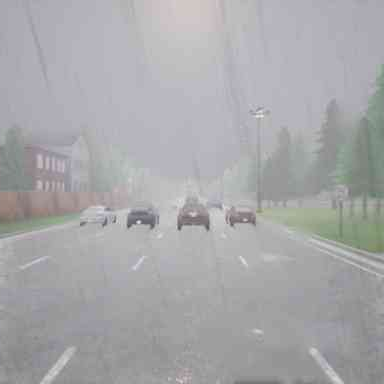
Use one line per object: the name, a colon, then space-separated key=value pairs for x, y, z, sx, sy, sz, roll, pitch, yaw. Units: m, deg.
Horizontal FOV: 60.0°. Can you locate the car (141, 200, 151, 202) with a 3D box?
car: x=-6.997 y=1.980 z=50.380 sx=2.033 sy=1.411 sz=5.357 roll=0 pitch=0 yaw=0

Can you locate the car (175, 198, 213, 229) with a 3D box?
car: x=0.100 y=1.553 z=23.410 sx=2.097 sy=1.767 sz=4.553 roll=0 pitch=0 yaw=0

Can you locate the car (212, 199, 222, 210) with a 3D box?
car: x=3.510 y=1.792 z=51.366 sx=2.097 sy=1.767 sz=4.553 roll=0 pitch=-1 yaw=0

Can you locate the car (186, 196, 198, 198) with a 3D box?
car: x=0.000 y=1.652 z=49.999 sx=2.150 sy=2.045 sz=5.566 roll=0 pitch=0 yaw=0

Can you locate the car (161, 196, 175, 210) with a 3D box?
car: x=-3.499 y=1.652 z=50.007 sx=2.150 sy=2.045 sz=5.566 roll=0 pitch=0 yaw=0

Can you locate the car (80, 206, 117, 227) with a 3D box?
car: x=-6.913 y=1.739 z=24.783 sx=1.812 sy=1.442 sz=4.674 roll=0 pitch=0 yaw=0

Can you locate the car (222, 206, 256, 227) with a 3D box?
car: x=3.587 y=1.739 z=24.770 sx=1.812 sy=1.442 sz=4.674 roll=0 pitch=0 yaw=0

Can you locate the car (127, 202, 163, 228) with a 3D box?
car: x=-3.401 y=1.709 z=23.755 sx=1.837 sy=1.490 sz=4.892 roll=0 pitch=0 yaw=0
